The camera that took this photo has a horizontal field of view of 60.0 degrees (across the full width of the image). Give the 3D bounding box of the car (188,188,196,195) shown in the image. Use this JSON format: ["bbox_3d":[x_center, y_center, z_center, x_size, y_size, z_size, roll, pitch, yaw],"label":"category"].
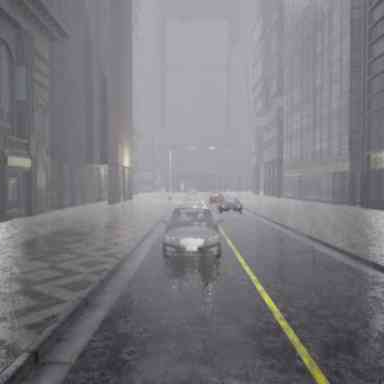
[{"bbox_3d":[0.009,-0.209,89.370,2.097,1.767,4.553,0,1,0],"label":"car"}]

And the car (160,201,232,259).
[{"bbox_3d":[-0.001,1.281,11.811,2.128,1.511,4.902,0,1,0],"label":"car"}]

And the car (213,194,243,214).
[{"bbox_3d":[3.057,1.110,28.027,1.895,1.301,4.718,0,1,0],"label":"car"}]

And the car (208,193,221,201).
[{"bbox_3d":[3.053,0.791,41.997,1.812,1.442,4.674,0,1,0],"label":"car"}]
